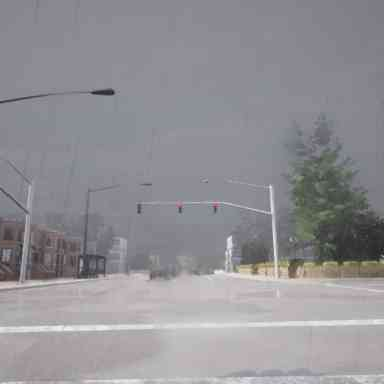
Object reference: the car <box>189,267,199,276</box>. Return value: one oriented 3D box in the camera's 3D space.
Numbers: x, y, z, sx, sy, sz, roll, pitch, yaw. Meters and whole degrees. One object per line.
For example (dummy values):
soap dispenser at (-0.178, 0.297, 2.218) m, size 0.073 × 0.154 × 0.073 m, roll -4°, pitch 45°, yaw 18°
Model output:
car at (0.398, 14.642, 61.316) m, size 2.033 × 1.411 × 5.357 m, roll -1°, pitch -13°, yaw 0°

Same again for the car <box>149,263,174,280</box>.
car at (-3.417, 8.774, 36.102) m, size 2.033 × 1.411 × 5.357 m, roll -1°, pitch -13°, yaw 0°

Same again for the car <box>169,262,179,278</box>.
car at (-3.359, 10.786, 46.091) m, size 2.150 × 2.045 × 5.566 m, roll -1°, pitch -13°, yaw 0°
